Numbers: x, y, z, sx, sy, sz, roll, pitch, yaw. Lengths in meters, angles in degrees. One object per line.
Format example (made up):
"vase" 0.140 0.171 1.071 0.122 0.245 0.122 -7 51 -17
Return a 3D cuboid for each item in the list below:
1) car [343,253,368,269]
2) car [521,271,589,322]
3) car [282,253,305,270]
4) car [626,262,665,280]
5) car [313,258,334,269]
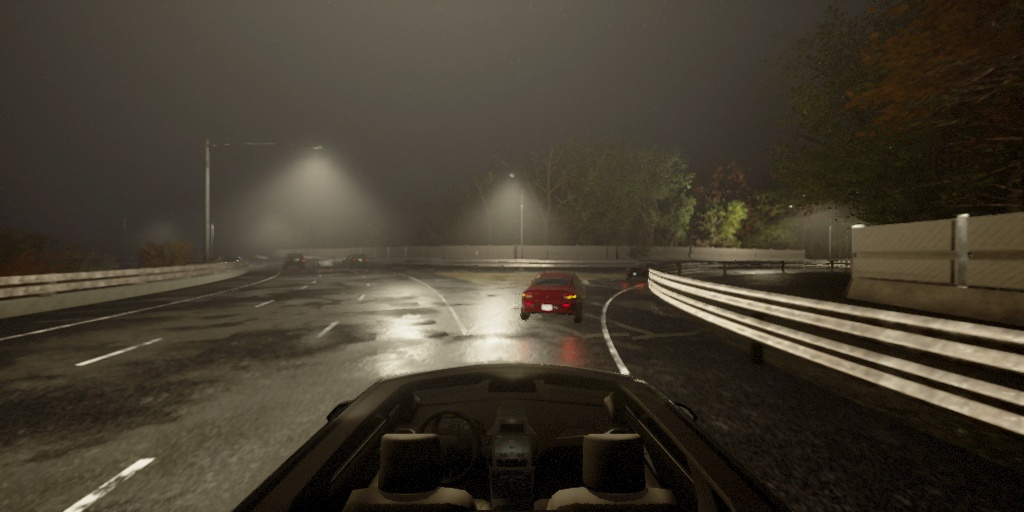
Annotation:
"car" -21.257 0.672 48.735 2.150 2.045 5.566 0 1 -36
"car" 1.533 1.230 12.086 1.812 1.442 4.674 0 0 14
"car" -28.226 0.659 46.407 2.150 2.045 5.566 0 0 -36
"car" 10.846 1.180 29.015 1.812 1.442 4.674 0 0 41
"car" -25.581 0.961 48.646 1.812 1.442 4.674 0 0 -37
